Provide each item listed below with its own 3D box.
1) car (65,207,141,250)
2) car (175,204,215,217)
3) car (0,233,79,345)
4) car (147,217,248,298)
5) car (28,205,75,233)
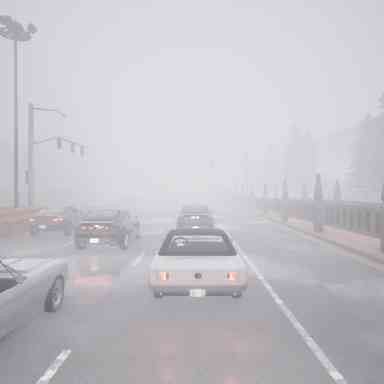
[{"bbox_3d":[-3.349,1.413,13.861,1.837,1.490,4.892,0,0,0],"label":"car"},{"bbox_3d":[0.171,1.386,17.586,1.837,1.490,4.892,0,0,0],"label":"car"},{"bbox_3d":[-3.389,1.577,4.634,1.895,1.301,4.718,0,0,0],"label":"car"},{"bbox_3d":[0.123,1.550,8.326,1.895,1.301,4.718,0,0,0],"label":"car"},{"bbox_3d":[-6.858,1.408,17.487,1.812,1.442,4.674,0,0,-1],"label":"car"}]
